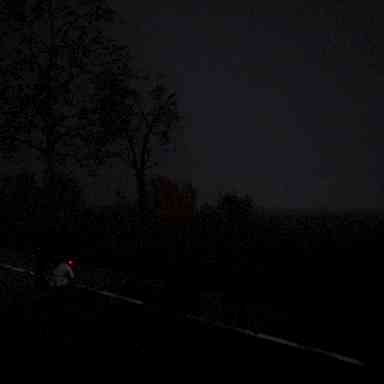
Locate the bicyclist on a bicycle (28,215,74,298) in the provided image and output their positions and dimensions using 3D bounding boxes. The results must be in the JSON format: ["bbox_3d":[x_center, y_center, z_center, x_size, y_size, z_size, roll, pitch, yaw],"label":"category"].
[{"bbox_3d":[-3.212,1.398,7.450,1.843,1.776,0.659,0,0,36],"label":"bicyclist on a bicycle"}]
